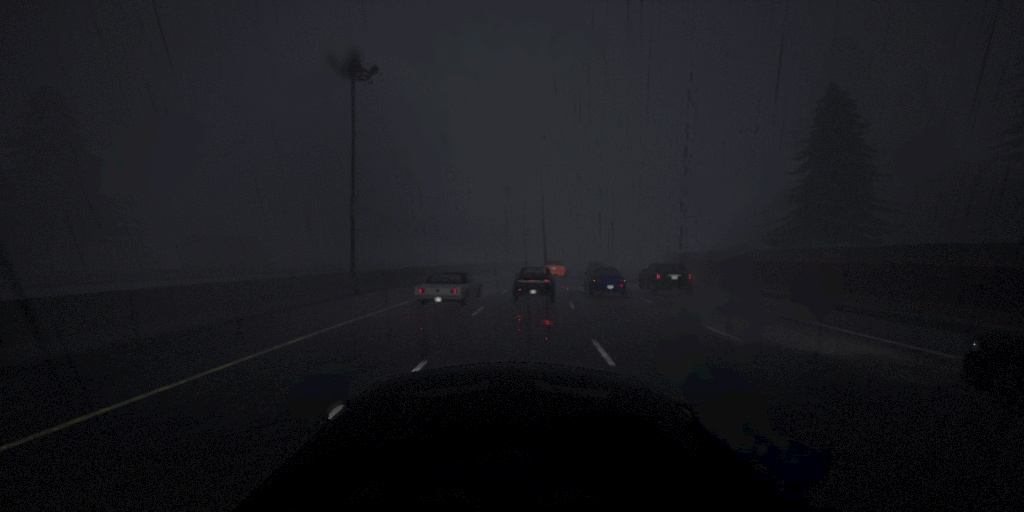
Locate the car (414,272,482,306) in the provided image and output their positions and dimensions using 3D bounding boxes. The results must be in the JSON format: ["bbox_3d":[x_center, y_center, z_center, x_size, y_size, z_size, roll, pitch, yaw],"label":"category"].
[{"bbox_3d":[-2.555,1.352,15.695,1.895,1.301,4.718,0,0,6],"label":"car"}]

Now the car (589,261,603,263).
[{"bbox_3d":[8.914,1.313,37.978,1.837,1.490,4.892,0,0,16],"label":"car"}]

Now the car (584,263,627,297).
[{"bbox_3d":[4.953,1.306,19.320,1.812,1.442,4.674,0,0,7],"label":"car"}]

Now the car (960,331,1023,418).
[{"bbox_3d":[7.190,1.268,2.938,2.128,1.511,4.902,0,0,1],"label":"car"}]

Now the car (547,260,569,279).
[{"bbox_3d":[4.224,1.141,33.931,2.097,1.767,4.553,0,0,13],"label":"car"}]

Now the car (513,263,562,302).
[{"bbox_3d":[1.140,1.257,17.060,2.128,1.511,4.902,0,0,7],"label":"car"}]

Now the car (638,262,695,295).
[{"bbox_3d":[8.689,1.147,20.568,2.097,1.767,4.553,0,0,8],"label":"car"}]
